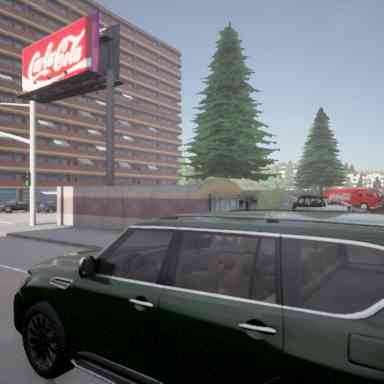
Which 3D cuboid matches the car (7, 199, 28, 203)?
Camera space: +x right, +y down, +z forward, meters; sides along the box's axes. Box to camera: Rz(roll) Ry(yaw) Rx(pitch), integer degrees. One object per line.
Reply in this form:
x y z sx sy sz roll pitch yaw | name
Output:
-18.823 1.491 36.300 2.128 1.511 4.902 0 0 35 | car

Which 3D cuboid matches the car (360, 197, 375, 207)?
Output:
10.705 1.338 24.346 4.193 1.474 1.816 0 0 35 | car

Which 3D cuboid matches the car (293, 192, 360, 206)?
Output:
8.767 1.149 22.286 3.866 1.878 1.905 0 0 35 | car

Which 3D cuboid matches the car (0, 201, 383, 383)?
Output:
0.225 1.221 3.832 5.566 2.045 2.150 0 0 35 | car

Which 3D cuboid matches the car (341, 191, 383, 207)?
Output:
23.053 1.117 44.819 4.605 1.855 1.932 0 0 35 | car

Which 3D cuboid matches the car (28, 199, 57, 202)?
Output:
-14.865 1.564 35.843 1.994 1.385 4.181 0 0 35 | car

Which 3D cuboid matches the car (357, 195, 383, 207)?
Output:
26.174 1.285 48.098 3.988 1.617 1.851 0 0 35 | car
